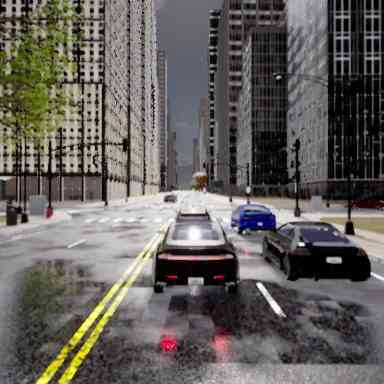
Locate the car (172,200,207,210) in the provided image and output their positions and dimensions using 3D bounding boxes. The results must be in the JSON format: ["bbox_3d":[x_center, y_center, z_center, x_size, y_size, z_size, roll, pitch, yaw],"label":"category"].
[{"bbox_3d":[0.065,1.413,18.095,2.128,1.511,4.902,0,0,0],"label":"car"}]

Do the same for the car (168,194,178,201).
[{"bbox_3d":[-4.296,1.172,75.175,2.033,1.411,5.357,0,0,-1],"label":"car"}]

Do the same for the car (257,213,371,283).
[{"bbox_3d":[3.317,1.523,9.623,1.994,1.385,4.181,0,0,2],"label":"car"}]

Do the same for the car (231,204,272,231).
[{"bbox_3d":[3.315,1.397,18.617,1.882,1.535,5.008,0,0,0],"label":"car"}]

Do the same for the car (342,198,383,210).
[{"bbox_3d":[20.585,1.448,40.068,4.674,1.442,1.812,0,-1,1],"label":"car"}]

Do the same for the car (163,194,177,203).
[{"bbox_3d":[-4.059,1.192,59.640,1.882,1.535,5.008,0,0,-1],"label":"car"}]

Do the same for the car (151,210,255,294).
[{"bbox_3d":[0.083,1.454,8.677,2.128,1.511,4.902,0,0,0],"label":"car"}]

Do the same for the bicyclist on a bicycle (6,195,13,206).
[{"bbox_3d":[-25.245,1.197,45.992,0.582,1.620,1.656,0,0,2],"label":"bicyclist on a bicycle"}]
